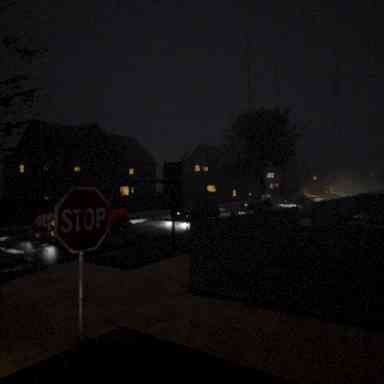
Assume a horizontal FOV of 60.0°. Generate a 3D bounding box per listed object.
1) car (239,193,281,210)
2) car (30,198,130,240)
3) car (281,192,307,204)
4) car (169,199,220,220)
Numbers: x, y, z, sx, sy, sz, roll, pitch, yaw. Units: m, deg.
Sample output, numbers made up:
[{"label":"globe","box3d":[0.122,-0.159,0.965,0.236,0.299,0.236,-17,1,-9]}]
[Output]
[{"label":"car","box3d":[6.220,0.847,31.510,2.128,1.511,4.902,0,2,36]},{"label":"car","box3d":[-5.105,1.167,15.583,2.097,1.767,4.553,0,2,35]},{"label":"car","box3d":[12.253,0.661,39.939,2.033,1.411,5.357,0,2,36]},{"label":"car","box3d":[0.255,1.161,23.130,1.994,1.385,4.181,0,2,35]}]
